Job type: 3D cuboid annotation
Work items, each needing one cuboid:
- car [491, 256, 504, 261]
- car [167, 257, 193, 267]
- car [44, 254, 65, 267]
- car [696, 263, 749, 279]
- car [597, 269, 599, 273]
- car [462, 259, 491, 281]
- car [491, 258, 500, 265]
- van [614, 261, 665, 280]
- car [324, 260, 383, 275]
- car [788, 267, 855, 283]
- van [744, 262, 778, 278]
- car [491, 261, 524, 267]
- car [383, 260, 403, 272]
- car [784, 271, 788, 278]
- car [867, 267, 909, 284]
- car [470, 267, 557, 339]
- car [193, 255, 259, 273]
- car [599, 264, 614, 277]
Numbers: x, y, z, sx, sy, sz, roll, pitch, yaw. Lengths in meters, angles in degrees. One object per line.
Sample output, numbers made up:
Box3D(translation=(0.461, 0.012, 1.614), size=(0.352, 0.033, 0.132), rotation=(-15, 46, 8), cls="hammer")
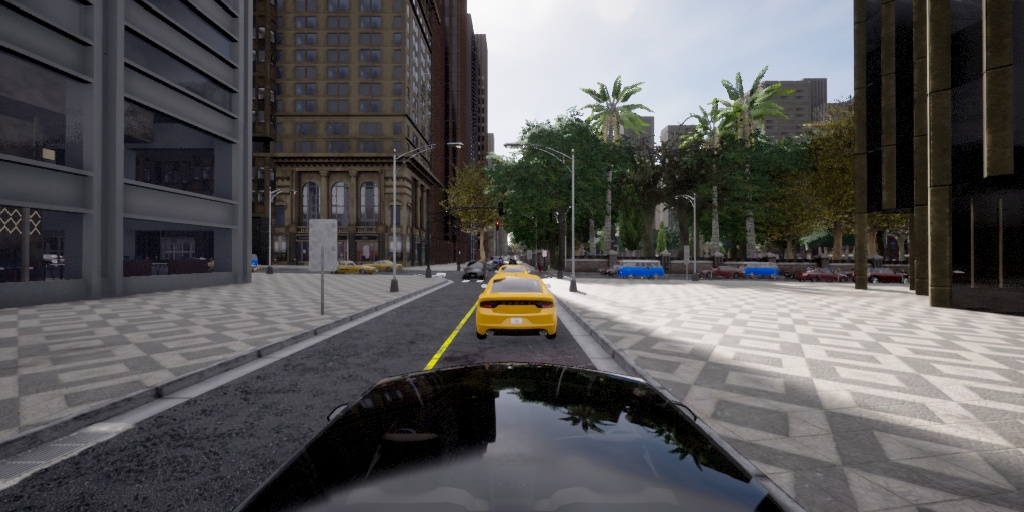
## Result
Box3D(translation=(-2.918, 1.066, 65.367), size=(2.150, 2.045, 5.566), rotation=(0, 0, 0), cls="car")
Box3D(translation=(-37.786, 0.774, 42.004), size=(4.313, 1.339, 1.948), rotation=(0, 0, 0), cls="car")
Box3D(translation=(-43.501, 0.507, 33.513), size=(4.097, 1.591, 1.967), rotation=(0, 0, 0), cls="car")
Box3D(translation=(22.598, 1.710, 38.974), size=(4.674, 1.442, 1.812), rotation=(1, 0, 0), cls="car")
Box3D(translation=(11.980, 1.606, 41.699), size=(4.207, 1.307, 1.802), rotation=(0, 0, 0), cls="car")
Box3D(translation=(-3.036, 1.268, 30.192), size=(1.837, 1.490, 4.892), rotation=(0, 0, 0), cls="car")
Box3D(translation=(-2.976, 1.330, 51.154), size=(1.812, 1.442, 4.674), rotation=(0, 0, -1), cls="car")
Box3D(translation=(11.939, 1.315, 33.174), size=(3.998, 1.789, 1.690), rotation=(0, 0, 0), cls="van")
Box3D(translation=(-14.978, 1.052, 33.339), size=(4.829, 1.417, 1.751), rotation=(0, 0, 0), cls="car")
Box3D(translation=(28.509, 1.830, 33.073), size=(4.207, 1.307, 1.802), rotation=(0, 0, 0), cls="car")
Box3D(translation=(28.550, 1.638, 41.598), size=(3.998, 1.789, 1.690), rotation=(0, 0, 0), cls="van")
Box3D(translation=(0.041, 1.235, 20.184), size=(1.882, 1.535, 5.008), rotation=(0, 0, 0), cls="car")
Box3D(translation=(-15.276, 1.101, 41.866), size=(4.829, 1.417, 1.751), rotation=(0, 0, 0), cls="car")
Box3D(translation=(33.042, 1.904, 38.901), size=(5.357, 1.411, 2.033), rotation=(1, 0, 1), cls="car")
Box3D(translation=(34.032, 1.779, 33.039), size=(4.097, 1.591, 1.967), rotation=(0, 0, 0), cls="car")
Box3D(translation=(0.111, 1.230, 10.124), size=(1.882, 1.535, 5.008), rotation=(0, 0, 0), cls="car")
Box3D(translation=(-26.319, 0.867, 33.408), size=(4.829, 1.417, 1.751), rotation=(0, 0, 0), cls="car")
Box3D(translation=(12.638, 1.567, 39.035), size=(5.357, 1.411, 2.033), rotation=(1, 0, 0), cls="car")
